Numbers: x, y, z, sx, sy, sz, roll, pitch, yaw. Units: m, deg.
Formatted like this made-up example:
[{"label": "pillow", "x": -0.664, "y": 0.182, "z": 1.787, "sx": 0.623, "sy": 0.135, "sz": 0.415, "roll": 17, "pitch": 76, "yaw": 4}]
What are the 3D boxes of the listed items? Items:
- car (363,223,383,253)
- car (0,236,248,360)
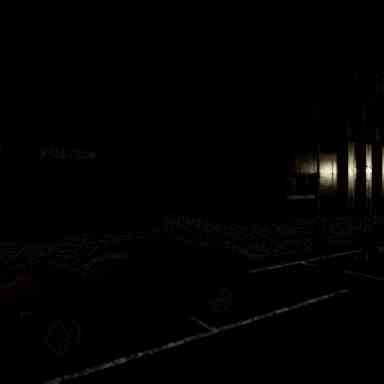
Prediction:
[{"label": "car", "x": 8.198, "y": 1.564, "z": 12.462, "sx": 4.313, "sy": 1.339, "sz": 1.947, "roll": 0, "pitch": 0, "yaw": -35}, {"label": "car", "x": -0.994, "y": 1.544, "z": 5.936, "sx": 4.507, "sy": 1.381, "sz": 1.887, "roll": 0, "pitch": 0, "yaw": -35}]
